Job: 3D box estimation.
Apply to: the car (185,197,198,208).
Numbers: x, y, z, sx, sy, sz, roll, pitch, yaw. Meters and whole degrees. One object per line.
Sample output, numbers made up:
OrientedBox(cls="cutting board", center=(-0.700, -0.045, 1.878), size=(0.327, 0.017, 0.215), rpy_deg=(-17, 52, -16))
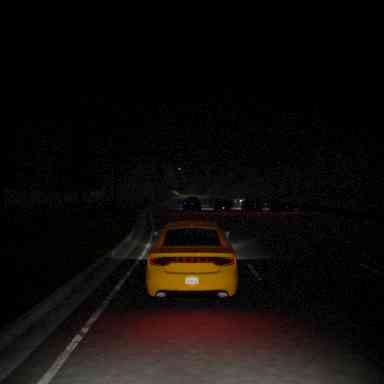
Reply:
OrientedBox(cls="car", center=(-0.006, 1.505, 49.606), size=(1.837, 1.490, 4.892), rpy_deg=(0, 0, 0))

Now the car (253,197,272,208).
OrientedBox(cls="car", center=(10.494, 1.526, 49.607), size=(1.812, 1.442, 4.674), rpy_deg=(0, 0, 0))

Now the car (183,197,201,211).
OrientedBox(cls="car", center=(-0.005, 1.352, 39.573), size=(2.097, 1.767, 4.553), rpy_deg=(0, 0, 0))

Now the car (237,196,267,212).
OrientedBox(cls="car", center=(6.995, 1.491, 39.187), size=(2.128, 1.511, 4.902), rpy_deg=(0, 0, 0))

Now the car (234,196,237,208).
OrientedBox(cls="car", center=(6.994, 1.352, 49.577), size=(2.097, 1.767, 4.553), rpy_deg=(0, 0, 0))

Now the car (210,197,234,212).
OrientedBox(cls="car", center=(3.495, 1.505, 39.187), size=(1.837, 1.490, 4.892), rpy_deg=(0, 0, 0))

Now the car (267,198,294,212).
OrientedBox(cls="car", center=(10.495, 1.477, 39.188), size=(1.882, 1.535, 5.008), rpy_deg=(0, 0, 0))

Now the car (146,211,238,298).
OrientedBox(cls="car", center=(-0.001, 1.478, 8.578), size=(1.882, 1.535, 5.008), rpy_deg=(0, 0, 0))
